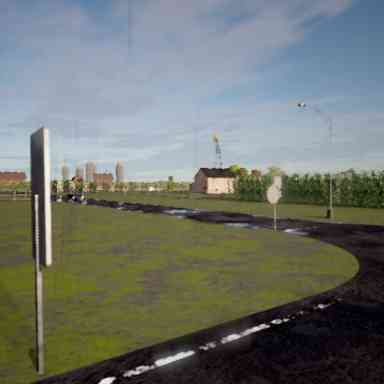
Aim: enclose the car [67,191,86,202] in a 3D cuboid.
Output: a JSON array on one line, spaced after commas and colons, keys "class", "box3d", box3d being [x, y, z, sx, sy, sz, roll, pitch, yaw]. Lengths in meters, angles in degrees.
[{"class": "car", "box3d": [-17.617, 0.649, 50.694, 2.128, 1.511, 4.902, -1, 2, -36]}]
